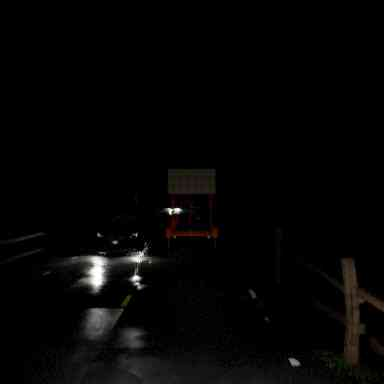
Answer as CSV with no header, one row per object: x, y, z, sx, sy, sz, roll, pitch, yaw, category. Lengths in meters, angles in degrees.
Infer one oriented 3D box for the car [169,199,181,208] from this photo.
-2.853,1.933,55.987,2.128,1.511,4.902,0,-1,0,car

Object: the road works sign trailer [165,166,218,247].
-0.009,0.568,15.595,2.380,3.560,2.880,0,0,0,road works sign trailer

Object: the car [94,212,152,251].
-2.858,1.623,14.695,1.812,1.442,4.674,0,0,0,car
